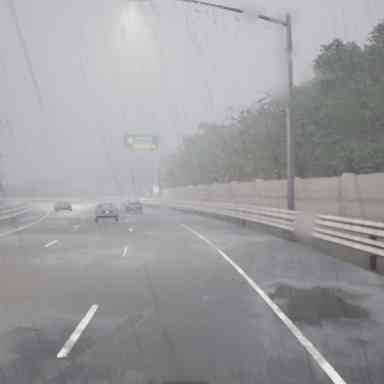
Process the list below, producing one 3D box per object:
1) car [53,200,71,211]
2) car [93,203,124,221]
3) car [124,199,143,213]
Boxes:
[{"bbox_3d":[-17.140,1.759,43.957,1.994,1.385,4.181,-1,0,-26],"label":"car"},{"bbox_3d":[-7.225,1.630,27.966,2.033,1.411,5.357,-1,0,-17],"label":"car"},{"bbox_3d":[-6.831,1.571,37.655,2.128,1.511,4.902,0,0,-20],"label":"car"}]
